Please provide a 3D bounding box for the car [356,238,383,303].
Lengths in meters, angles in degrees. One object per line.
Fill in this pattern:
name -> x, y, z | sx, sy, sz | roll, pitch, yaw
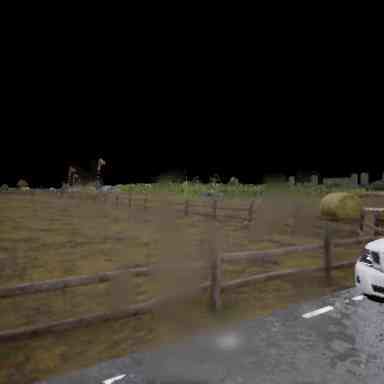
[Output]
car -> 5.896, 1.307, 7.290 | 5.566, 2.045, 2.150 | 1, 0, -36

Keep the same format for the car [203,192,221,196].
car -> 4.139, 0.371, 69.974 | 2.128, 1.511, 4.902 | 2, 0, -35
